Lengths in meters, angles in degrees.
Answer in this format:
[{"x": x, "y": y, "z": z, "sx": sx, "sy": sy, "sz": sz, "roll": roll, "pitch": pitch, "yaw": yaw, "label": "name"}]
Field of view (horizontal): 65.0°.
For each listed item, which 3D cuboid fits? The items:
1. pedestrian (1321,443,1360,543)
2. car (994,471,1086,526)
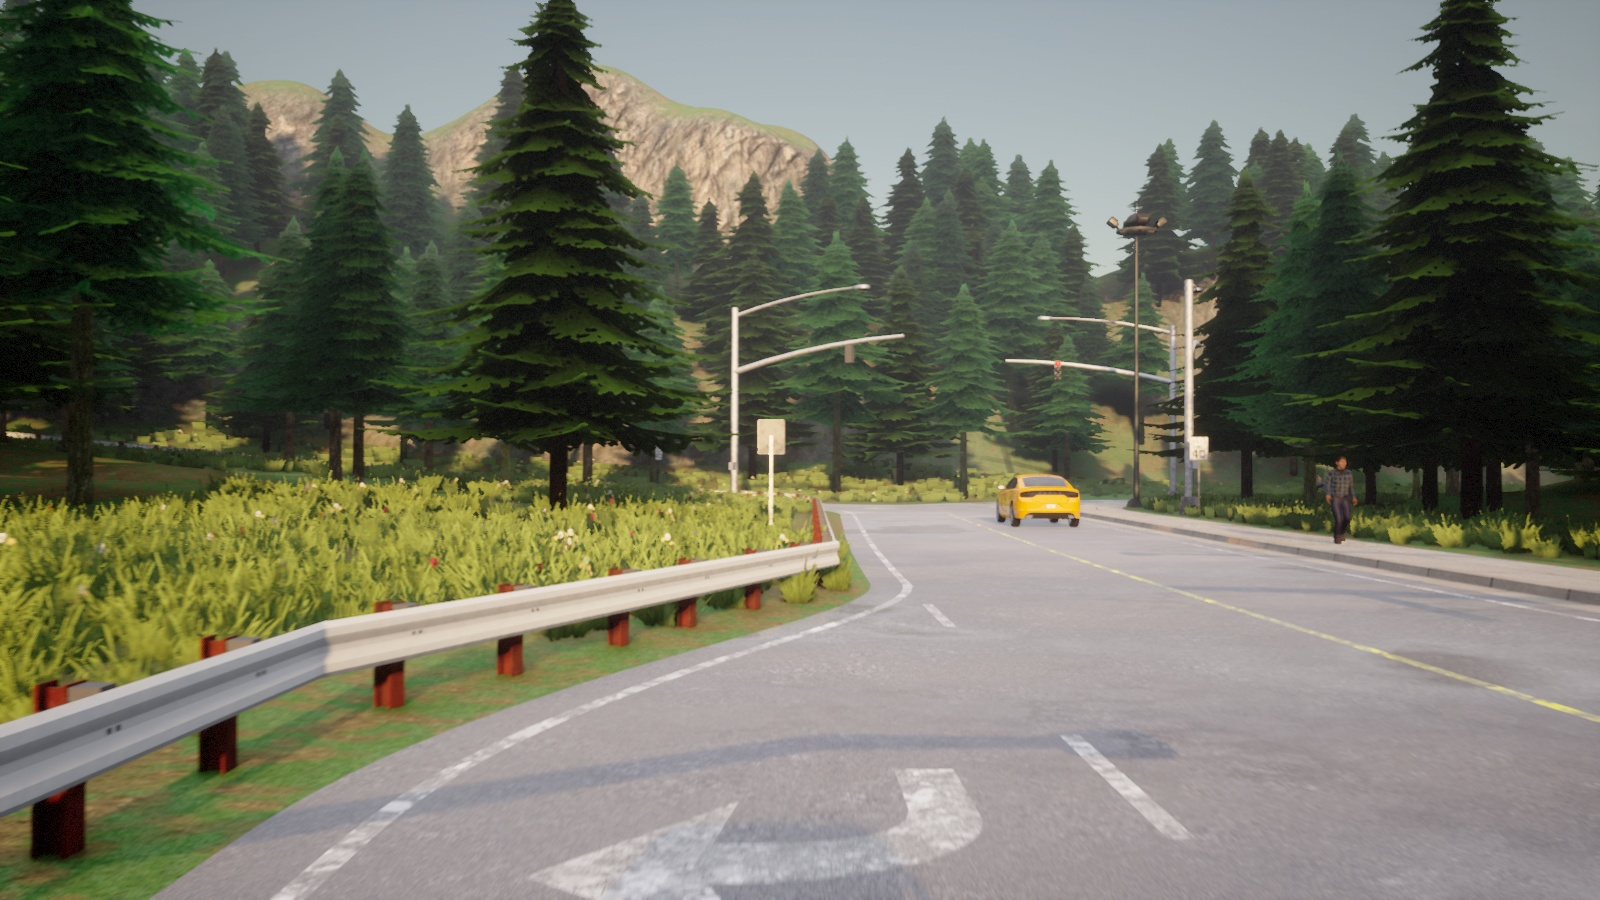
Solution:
[{"x": 10.742, "y": 0.853, "z": 24.985, "sx": 0.423, "sy": 1.949, "sz": 0.788, "roll": 0, "pitch": -1, "yaw": 1, "label": "pedestrian"}, {"x": 7.041, "y": 1.390, "z": 37.323, "sx": 1.882, "sy": 1.535, "sz": 5.008, "roll": 0, "pitch": -1, "yaw": 1, "label": "car"}]
